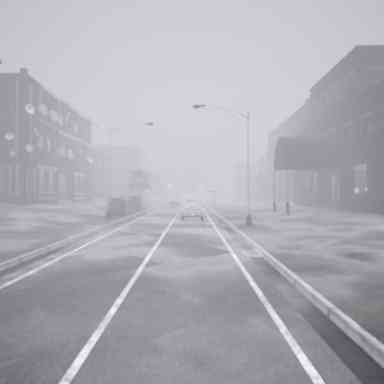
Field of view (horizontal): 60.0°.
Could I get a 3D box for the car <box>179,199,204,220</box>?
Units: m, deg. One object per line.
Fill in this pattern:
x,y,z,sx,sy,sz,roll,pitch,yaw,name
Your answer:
0.053,1.575,28.865,1.812,1.442,4.674,0,0,0,car

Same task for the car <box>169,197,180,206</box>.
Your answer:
-3.060,1.692,59.176,1.882,1.535,5.008,0,0,1,car
